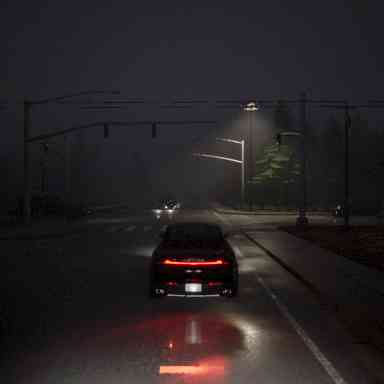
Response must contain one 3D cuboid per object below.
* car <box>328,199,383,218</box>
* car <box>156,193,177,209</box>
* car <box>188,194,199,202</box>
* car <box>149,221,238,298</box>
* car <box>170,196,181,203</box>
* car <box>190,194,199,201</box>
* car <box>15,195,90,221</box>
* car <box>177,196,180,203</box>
[{"bbox_3d":[14.590,1.379,29.660,4.553,1.767,2.097,0,0,1],"label":"car"},{"bbox_3d":[-3.591,1.221,45.938,2.150,2.045,5.566,0,0,0],"label":"car"},{"bbox_3d":[0.286,1.353,73.218,2.097,1.767,4.553,0,0,2],"label":"car"},{"bbox_3d":[0.049,1.501,8.525,1.837,1.490,4.892,0,0,1],"label":"car"},{"bbox_3d":[-3.382,1.506,67.336,1.837,1.490,4.892,0,0,1],"label":"car"},{"bbox_3d":[0.671,1.297,83.258,2.097,1.767,4.553,0,0,2],"label":"car"},{"bbox_3d":[-11.062,1.246,26.594,5.566,2.045,2.150,0,0,-2],"label":"car"},{"bbox_3d":[-3.557,1.564,55.864,1.994,1.385,4.181,0,0,0],"label":"car"}]
